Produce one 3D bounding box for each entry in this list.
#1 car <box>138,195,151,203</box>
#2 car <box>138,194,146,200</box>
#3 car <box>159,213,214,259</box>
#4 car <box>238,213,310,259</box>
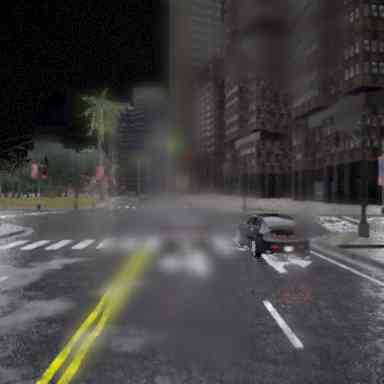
[{"bbox_3d":[-9.467,1.420,68.148,2.033,1.411,5.357,0,0,-10],"label":"car"},{"bbox_3d":[-12.677,1.295,84.145,1.895,1.301,4.718,0,0,-12],"label":"car"},{"bbox_3d":[-0.231,1.568,12.951,2.128,1.511,4.902,0,0,-2],"label":"car"},{"bbox_3d":[3.018,1.580,13.020,1.837,1.490,4.892,0,0,-2],"label":"car"}]
